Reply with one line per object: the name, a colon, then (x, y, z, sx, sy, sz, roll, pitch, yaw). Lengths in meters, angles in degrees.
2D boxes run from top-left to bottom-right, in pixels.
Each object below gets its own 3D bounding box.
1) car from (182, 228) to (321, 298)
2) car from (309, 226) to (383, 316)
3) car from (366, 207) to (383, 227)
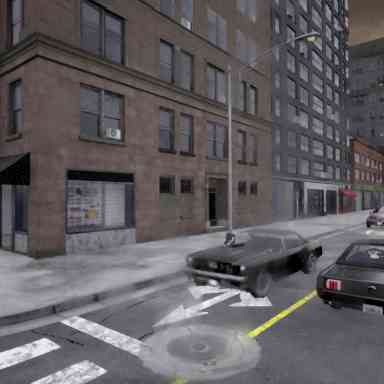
car: (1.880, 1.720, 9.082, 1.895, 1.301, 4.718, -1, -1, 40)
car: (4.385, 1.677, 7.218, 1.895, 1.301, 4.718, -1, -1, 39)
car: (13.867, 1.831, 23.812, 1.812, 1.442, 4.674, -1, -1, 39)
